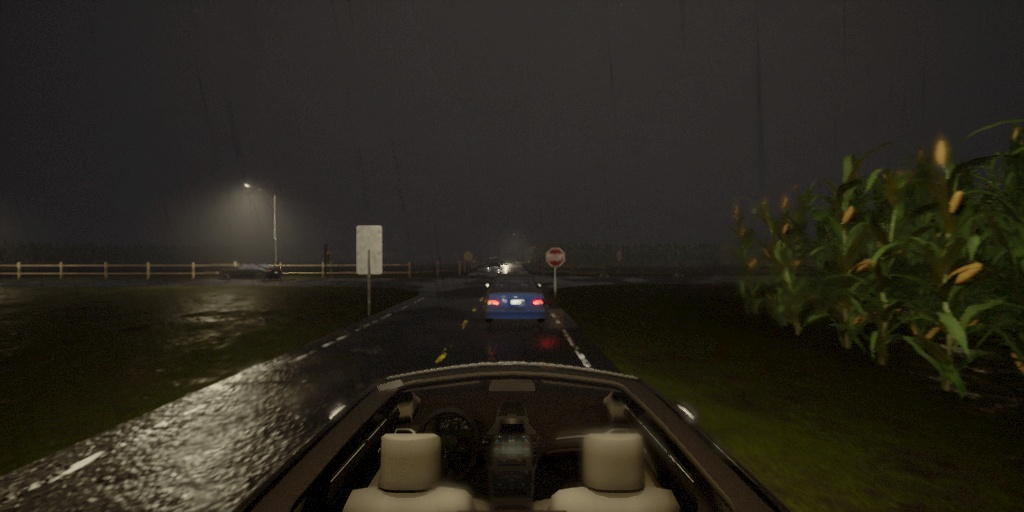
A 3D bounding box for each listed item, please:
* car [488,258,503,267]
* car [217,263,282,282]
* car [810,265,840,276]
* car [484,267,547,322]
[{"bbox_3d":[-2.831,1.089,58.587,1.882,1.535,5.008,0,0,1],"label":"car"},{"bbox_3d":[-20.690,1.279,28.394,4.181,1.385,1.994,0,1,-1],"label":"car"},{"bbox_3d":[29.831,1.150,32.764,4.674,1.442,1.812,0,1,-8],"label":"car"},{"bbox_3d":[0.060,1.277,12.102,2.033,1.411,5.357,0,0,-1],"label":"car"}]
